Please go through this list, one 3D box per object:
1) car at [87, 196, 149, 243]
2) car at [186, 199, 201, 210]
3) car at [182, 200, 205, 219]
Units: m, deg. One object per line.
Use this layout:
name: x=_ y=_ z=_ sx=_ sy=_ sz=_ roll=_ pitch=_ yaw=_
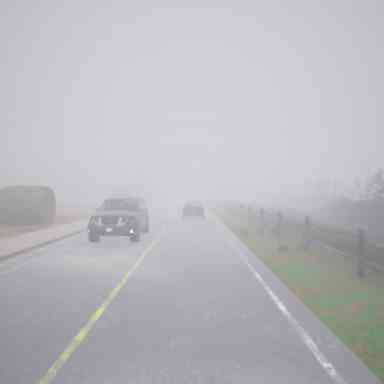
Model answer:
car: x=-3.478 y=1.247 z=16.756 sx=2.150 sy=2.045 sz=5.566 roll=0 pitch=0 yaw=0
car: x=0.175 y=1.675 z=45.241 sx=1.895 sy=1.301 sz=4.718 roll=0 pitch=0 yaw=0
car: x=0.146 y=1.527 z=29.956 sx=1.882 sy=1.535 sz=5.008 roll=0 pitch=0 yaw=0
